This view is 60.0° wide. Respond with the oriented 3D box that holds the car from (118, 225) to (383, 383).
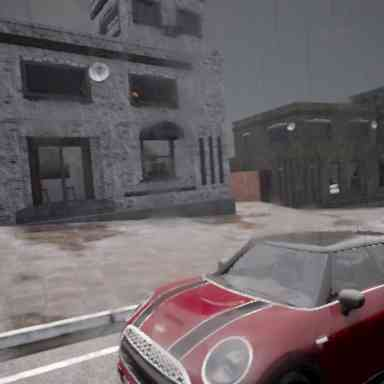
[{"bbox_3d":[1.390,1.364,4.354,4.553,1.767,2.097,0,0,-34],"label":"car"}]
